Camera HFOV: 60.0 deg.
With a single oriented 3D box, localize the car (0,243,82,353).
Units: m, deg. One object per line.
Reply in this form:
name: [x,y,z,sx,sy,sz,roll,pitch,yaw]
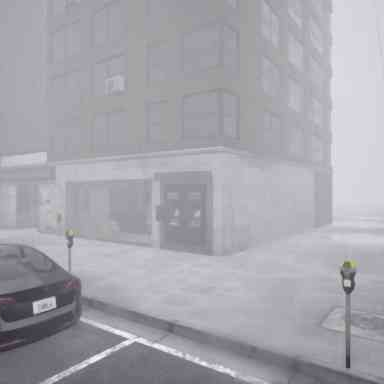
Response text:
car: [-3.682,1.565,5.704,4.313,1.339,1.947,0,0,35]
